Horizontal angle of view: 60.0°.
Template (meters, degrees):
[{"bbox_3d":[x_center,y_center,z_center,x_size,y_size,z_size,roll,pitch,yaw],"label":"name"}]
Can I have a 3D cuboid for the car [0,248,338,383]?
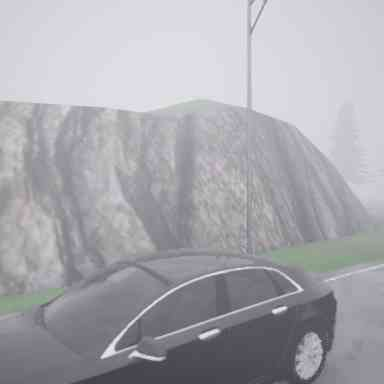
[{"bbox_3d":[-0.299,1.505,3.775,4.892,1.490,1.837,0,0,-35],"label":"car"}]
